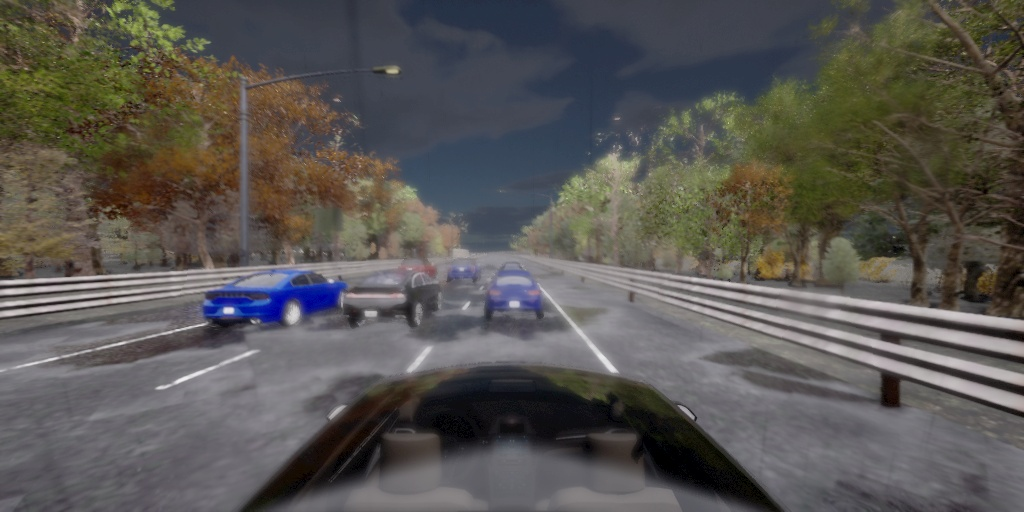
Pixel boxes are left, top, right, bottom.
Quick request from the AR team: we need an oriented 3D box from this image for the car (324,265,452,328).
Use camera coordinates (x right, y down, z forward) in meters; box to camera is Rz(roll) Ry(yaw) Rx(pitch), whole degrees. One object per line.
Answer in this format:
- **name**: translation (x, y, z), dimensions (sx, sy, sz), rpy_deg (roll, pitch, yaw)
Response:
- **car**: translation (-3.430, 1.185, 11.152), dimensions (2.128, 1.511, 4.902), rpy_deg (0, 0, 0)

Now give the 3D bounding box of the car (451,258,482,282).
- **car**: translation (-3.468, 0.952, 26.806), dimensions (2.097, 1.767, 4.553), rpy_deg (0, 0, 0)

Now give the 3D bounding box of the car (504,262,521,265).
- **car**: translation (0.032, 1.159, 27.601), dimensions (1.994, 1.385, 4.181), rpy_deg (0, 0, 0)

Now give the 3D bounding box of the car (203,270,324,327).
- **car**: translation (-6.930, 1.172, 11.265), dimensions (1.882, 1.535, 5.008), rpy_deg (0, 1, 0)

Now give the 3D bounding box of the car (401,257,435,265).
- **car**: translation (-6.968, 0.953, 26.800), dimensions (2.097, 1.767, 4.553), rpy_deg (0, 0, 0)

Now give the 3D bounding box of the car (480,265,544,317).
- **car**: translation (0.065, 1.211, 12.634), dimensions (1.812, 1.442, 4.674), rpy_deg (0, 0, 0)
